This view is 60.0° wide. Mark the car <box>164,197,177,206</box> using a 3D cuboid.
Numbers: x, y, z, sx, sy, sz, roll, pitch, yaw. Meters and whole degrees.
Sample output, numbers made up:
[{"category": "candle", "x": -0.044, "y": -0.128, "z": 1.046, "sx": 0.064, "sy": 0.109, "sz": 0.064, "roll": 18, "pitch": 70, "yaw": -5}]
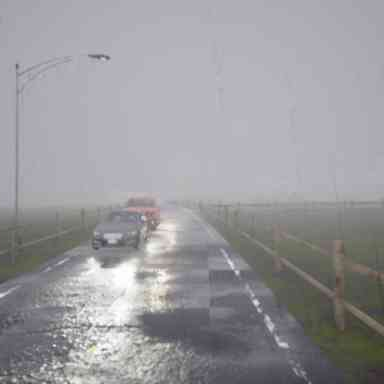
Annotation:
[{"category": "car", "x": -3.813, "y": 1.806, "z": 62.405, "sx": 1.882, "sy": 1.535, "sz": 5.008, "roll": 0, "pitch": 0, "yaw": -7}]

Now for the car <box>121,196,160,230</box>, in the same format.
[{"category": "car", "x": -3.232, "y": 1.313, "z": 21.484, "sx": 2.150, "sy": 2.045, "sz": 5.566, "roll": 0, "pitch": 0, "yaw": -2}]

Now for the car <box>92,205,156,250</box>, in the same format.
[{"category": "car", "x": -2.978, "y": 1.555, "z": 14.612, "sx": 2.128, "sy": 1.511, "sz": 4.902, "roll": 0, "pitch": 0, "yaw": -2}]

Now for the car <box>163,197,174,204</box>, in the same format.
[{"category": "car", "x": -5.166, "y": 1.821, "z": 72.777, "sx": 2.128, "sy": 1.511, "sz": 4.902, "roll": 0, "pitch": 0, "yaw": -8}]
